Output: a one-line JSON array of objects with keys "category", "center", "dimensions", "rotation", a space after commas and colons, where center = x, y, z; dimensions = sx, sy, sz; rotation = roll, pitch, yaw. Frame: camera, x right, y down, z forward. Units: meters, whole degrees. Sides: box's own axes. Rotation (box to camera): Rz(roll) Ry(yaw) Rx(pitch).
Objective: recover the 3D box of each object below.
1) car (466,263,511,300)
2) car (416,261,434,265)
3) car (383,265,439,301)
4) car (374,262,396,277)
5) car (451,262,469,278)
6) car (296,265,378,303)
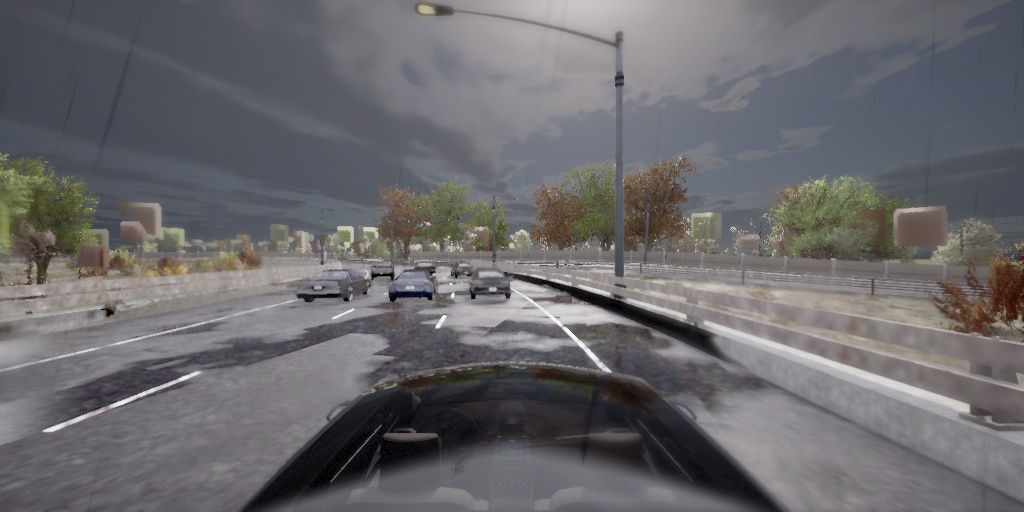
[{"category": "car", "center": [-1.167, 1.281, 17.780], "dimensions": [1.812, 1.442, 4.674], "rotation": [0, 0, -8]}, {"category": "car", "center": [-7.977, 1.233, 32.654], "dimensions": [1.882, 1.535, 5.008], "rotation": [0, 0, -16]}, {"category": "car", "center": [-4.631, 1.320, 17.280], "dimensions": [1.994, 1.385, 4.181], "rotation": [0, 0, -8]}, {"category": "car", "center": [-11.335, 1.243, 31.669], "dimensions": [2.128, 1.511, 4.902], "rotation": [0, 0, -16]}, {"category": "car", "center": [-4.619, 1.281, 33.640], "dimensions": [1.812, 1.442, 4.674], "rotation": [0, 0, -16]}, {"category": "car", "center": [-8.095, 1.311, 16.781], "dimensions": [2.033, 1.411, 5.357], "rotation": [0, 0, -8]}]
